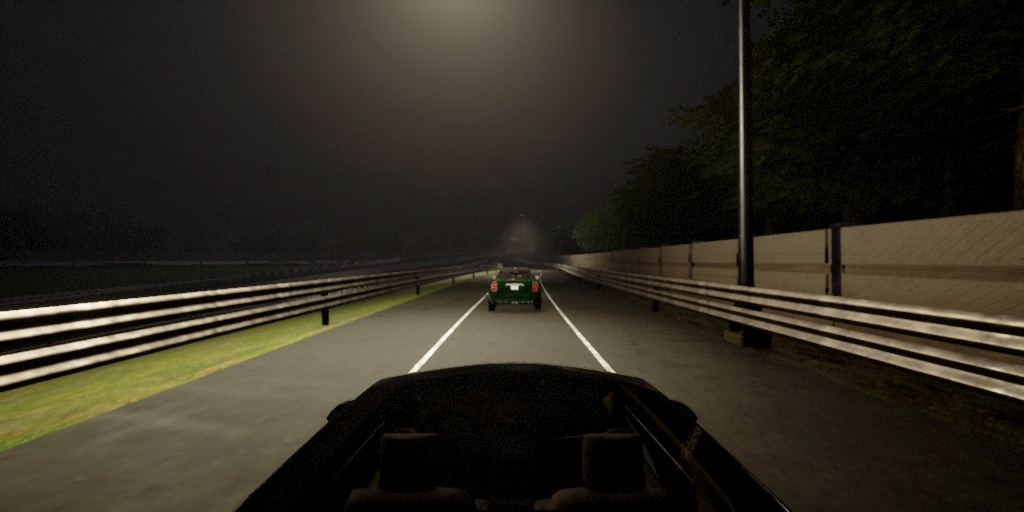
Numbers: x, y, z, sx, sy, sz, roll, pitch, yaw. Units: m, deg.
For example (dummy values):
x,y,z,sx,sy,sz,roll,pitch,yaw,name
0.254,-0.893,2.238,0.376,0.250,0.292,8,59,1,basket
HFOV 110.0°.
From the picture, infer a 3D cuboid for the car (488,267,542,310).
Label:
x,y,z,sx,sy,sz,roll,pitch,yaw,name
0.160,1.275,15.827,2.097,1.767,4.553,0,-1,2,car
